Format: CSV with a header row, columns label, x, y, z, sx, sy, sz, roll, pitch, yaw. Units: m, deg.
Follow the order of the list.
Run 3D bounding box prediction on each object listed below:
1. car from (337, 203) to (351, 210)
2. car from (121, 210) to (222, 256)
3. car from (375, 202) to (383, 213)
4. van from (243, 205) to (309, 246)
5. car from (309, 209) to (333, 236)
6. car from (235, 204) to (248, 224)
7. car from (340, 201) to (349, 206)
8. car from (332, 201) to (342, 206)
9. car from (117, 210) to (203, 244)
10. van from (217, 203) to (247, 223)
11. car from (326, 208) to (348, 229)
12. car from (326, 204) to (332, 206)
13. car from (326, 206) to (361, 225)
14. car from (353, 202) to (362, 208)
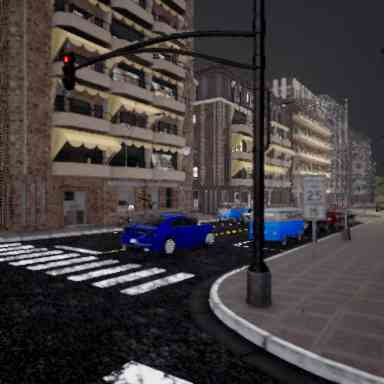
label,x,y,z,sx,sy,sz,roll,pitch,yaw
car,32.766,3.059,71.751,1.887,1.381,4.507,-1,-2,35
car,-0.832,1.728,14.511,1.882,1.535,5.008,0,-1,34
car,33.213,2.637,57.913,2.192,1.841,5.009,-1,-2,35
van,4.456,1.700,17.188,1.690,1.788,3.998,-1,-2,35
car,7.527,2.031,21.798,1.947,1.339,4.313,-1,-2,35
car,5.974,2.082,29.526,1.812,1.442,4.674,0,-1,35
car,29.558,2.723,67.240,2.192,1.841,5.009,-1,-2,35
car,26.351,2.884,62.717,1.802,1.307,4.206,-1,-2,35
car,-1.573,1.853,18.955,2.033,1.411,5.357,0,-1,32
van,3.898,1.894,31.110,1.690,1.788,3.998,-1,-2,35
car,10.734,2.155,26.313,1.802,1.307,4.206,-1,-2,35
car,16.866,2.396,44.739,1.882,1.535,5.008,0,-1,36
car,13.942,2.231,30.830,2.008,1.369,4.403,-1,-2,35
car,42.291,3.354,85.161,1.752,1.417,4.829,-1,-2,35
